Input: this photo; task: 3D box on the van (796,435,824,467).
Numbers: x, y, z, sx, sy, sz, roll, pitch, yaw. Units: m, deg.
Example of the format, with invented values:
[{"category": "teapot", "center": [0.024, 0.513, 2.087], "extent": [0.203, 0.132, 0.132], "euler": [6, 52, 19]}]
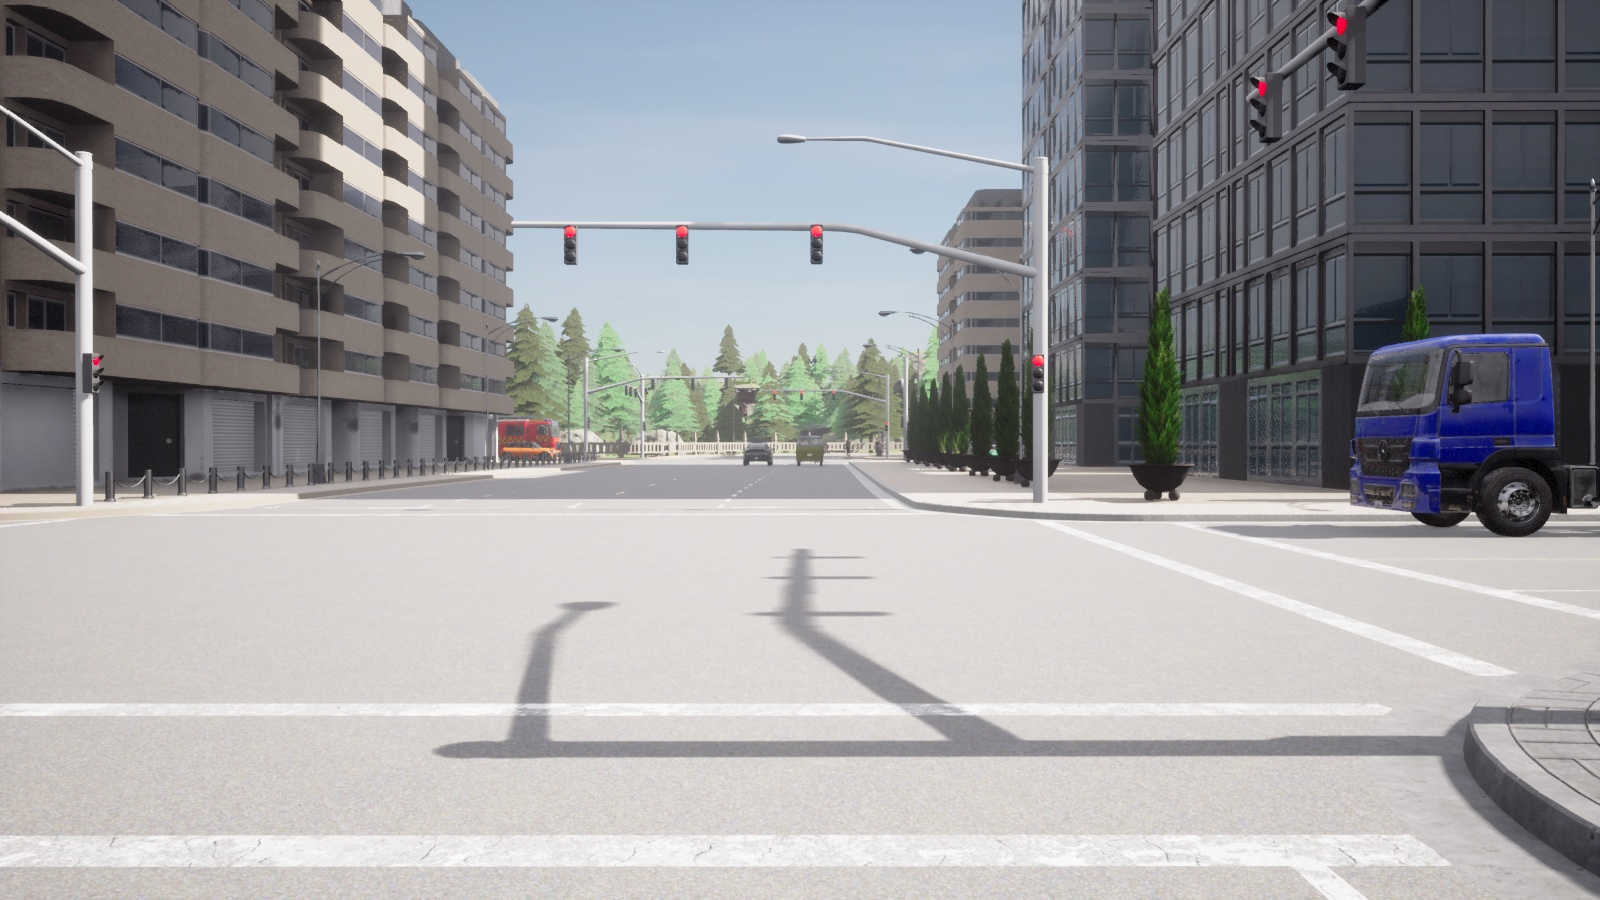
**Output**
[{"category": "van", "center": [0.655, 0.041, 81.252], "extent": [1.775, 1.987, 4.442], "euler": [0, 0, 1]}]

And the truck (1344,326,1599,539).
[{"category": "truck", "center": [14.035, -0.292, 21.786], "extent": [7.936, 3.462, 2.891], "euler": [0, 0, 1]}]

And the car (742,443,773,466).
[{"category": "car", "center": [-2.794, 0.274, 84.086], "extent": [1.837, 1.490, 4.892], "euler": [0, 0, 1]}]
